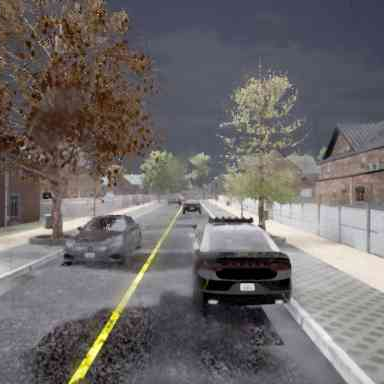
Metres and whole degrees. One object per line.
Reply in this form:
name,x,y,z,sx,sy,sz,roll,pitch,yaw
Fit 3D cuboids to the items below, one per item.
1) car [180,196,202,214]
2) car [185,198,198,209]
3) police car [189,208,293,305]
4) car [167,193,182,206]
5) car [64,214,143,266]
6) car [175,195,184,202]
car,0.003,1.492,35.697,1.882,1.535,5.008,0,0,0
car,-0.044,1.549,46.724,1.812,1.442,4.674,0,0,0
police car,0.945,1.427,8.288,1.930,1.638,5.238,0,0,0
car,-2.948,1.257,55.712,2.150,2.045,5.566,0,0,0
car,-2.874,1.529,11.676,1.812,1.442,4.674,0,0,0
car,-2.912,1.546,78.927,1.882,1.535,5.008,0,0,0
